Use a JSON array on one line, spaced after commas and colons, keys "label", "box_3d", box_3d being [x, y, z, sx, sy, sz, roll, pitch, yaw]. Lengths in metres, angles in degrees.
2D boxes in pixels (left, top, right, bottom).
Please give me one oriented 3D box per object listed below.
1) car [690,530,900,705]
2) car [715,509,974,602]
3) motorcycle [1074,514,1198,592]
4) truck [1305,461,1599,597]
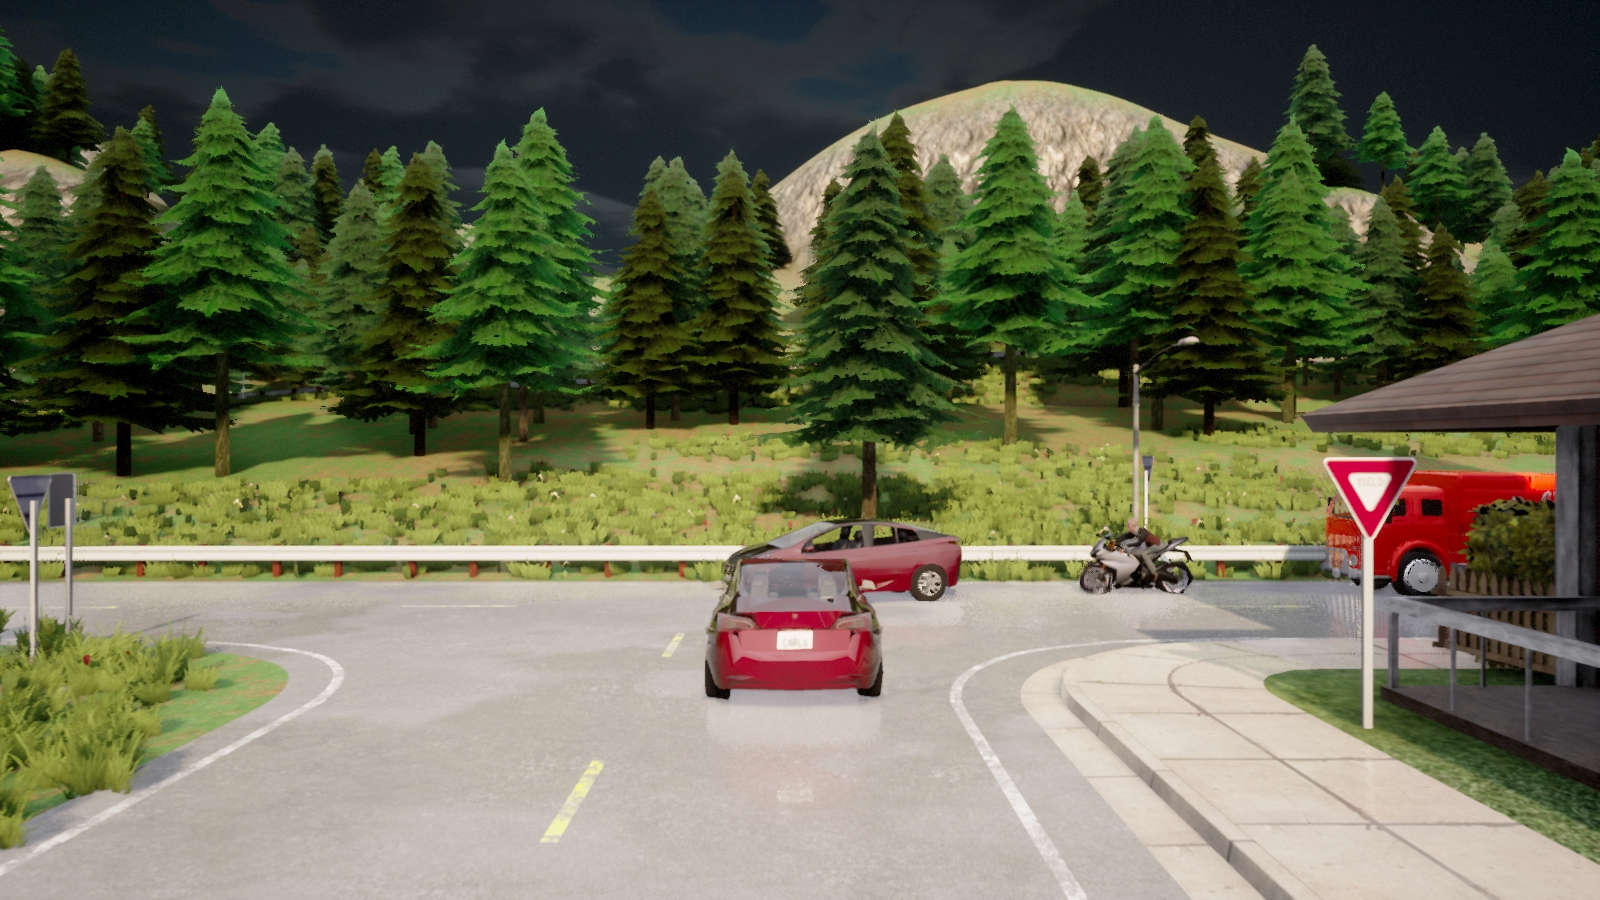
[{"label": "car", "box_3d": [-0.084, 1.892, 14.179, 2.163, 1.488, 4.792, 0, 0, -1]}, {"label": "car", "box_3d": [0.818, 1.942, 21.758, 4.514, 1.525, 2.007, 1, -1, -17]}, {"label": "motorcycle", "box_3d": [6.671, 2.034, 22.769, 2.209, 1.460, 0.867, 0, 0, 0]}, {"label": "truck", "box_3d": [13.288, 1.511, 22.804, 5.204, 2.467, 2.627, 1, 0, 0]}]
